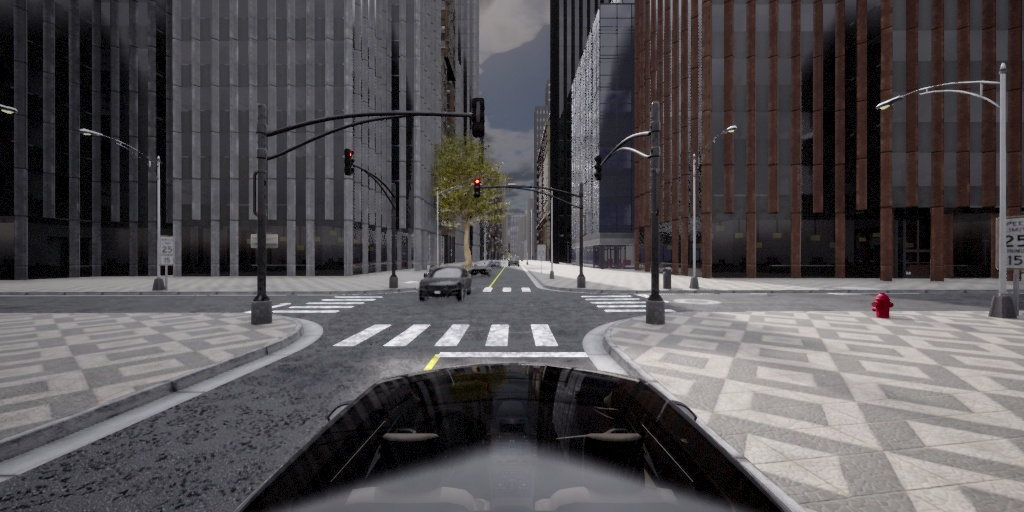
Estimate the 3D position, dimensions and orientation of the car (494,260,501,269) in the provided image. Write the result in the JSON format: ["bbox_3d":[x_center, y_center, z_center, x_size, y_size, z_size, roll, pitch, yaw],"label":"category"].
[{"bbox_3d":[-2.858,1.318,58.304,1.994,1.385,4.181,0,0,1],"label":"car"}]

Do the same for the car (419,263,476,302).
[{"bbox_3d":[-3.051,1.229,17.207,1.882,1.535,5.008,0,0,0],"label":"car"}]

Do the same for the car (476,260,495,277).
[{"bbox_3d":[-2.990,1.353,34.792,1.895,1.301,4.718,0,0,0],"label":"car"}]
